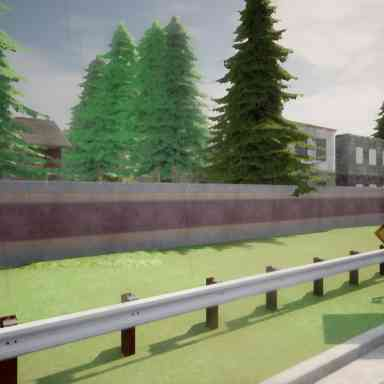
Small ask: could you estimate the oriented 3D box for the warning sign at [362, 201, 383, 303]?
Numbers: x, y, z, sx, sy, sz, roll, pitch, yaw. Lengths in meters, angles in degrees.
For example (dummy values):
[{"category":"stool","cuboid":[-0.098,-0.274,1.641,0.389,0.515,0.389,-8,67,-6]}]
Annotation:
[{"category":"warning sign","cuboid":[4.114,1.114,6.251,1.060,1.860,1.300,0,0,-35]}]
